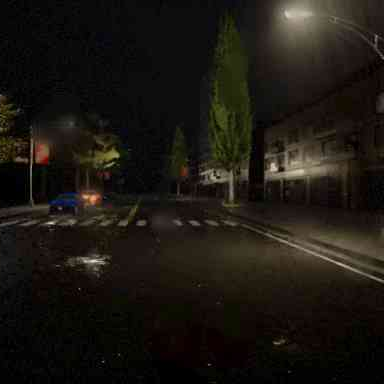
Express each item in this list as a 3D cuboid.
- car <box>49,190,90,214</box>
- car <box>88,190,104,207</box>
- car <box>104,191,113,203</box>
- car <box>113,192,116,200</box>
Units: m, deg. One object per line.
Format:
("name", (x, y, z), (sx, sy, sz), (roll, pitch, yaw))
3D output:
("car", (-9.685, 0.862, 26.116), (1.882, 1.535, 5.008), (1, 1, -7))
("car", (-10.960, 0.612, 35.244), (2.097, 1.767, 4.553), (1, 1, -7))
("car", (-12.323, 0.623, 45.123), (1.882, 1.535, 5.008), (1, 1, -8))
("car", (-13.792, 0.592, 55.625), (2.033, 1.411, 5.357), (1, 0, -8))
